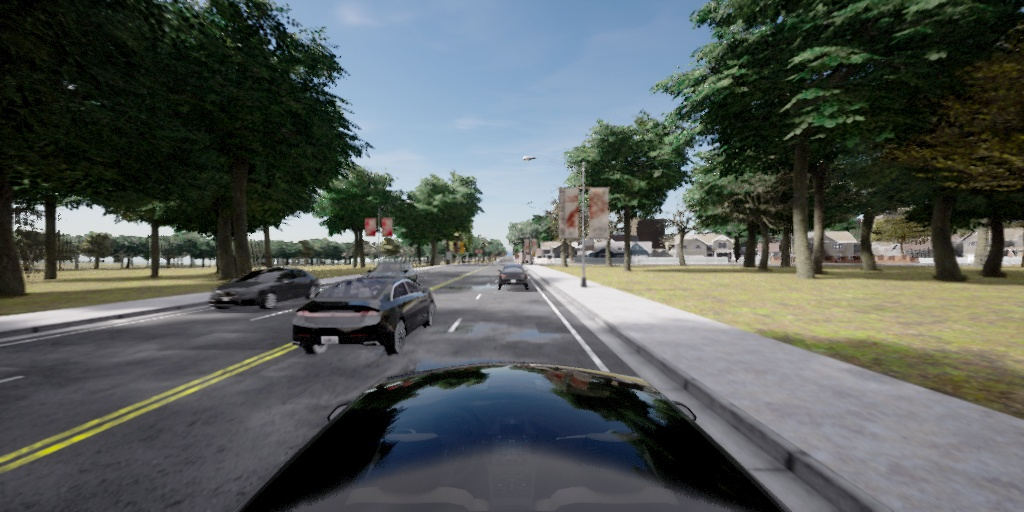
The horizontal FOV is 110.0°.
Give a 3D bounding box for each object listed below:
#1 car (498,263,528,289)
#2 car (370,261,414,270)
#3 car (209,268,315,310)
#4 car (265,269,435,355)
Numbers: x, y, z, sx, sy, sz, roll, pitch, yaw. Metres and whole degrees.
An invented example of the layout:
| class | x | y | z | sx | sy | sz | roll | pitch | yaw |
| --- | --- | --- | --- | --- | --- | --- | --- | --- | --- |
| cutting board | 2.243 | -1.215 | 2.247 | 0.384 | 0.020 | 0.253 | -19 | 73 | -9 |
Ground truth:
| class | x | y | z | sx | sy | sz | roll | pitch | yaw |
| --- | --- | --- | --- | --- | --- | --- | --- | --- | --- |
| car | 0.076 | 1.286 | 22.907 | 1.812 | 1.442 | 4.674 | 0 | 0 | 0 |
| car | -6.602 | 1.108 | 19.574 | 2.097 | 1.767 | 4.553 | 0 | 0 | 0 |
| car | -9.858 | 1.256 | 14.774 | 1.837 | 1.490 | 4.892 | 0 | 0 | 0 |
| car | -3.157 | 1.240 | 8.634 | 2.128 | 1.511 | 4.902 | 0 | 0 | 0 |
